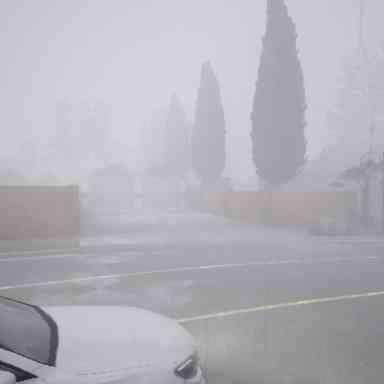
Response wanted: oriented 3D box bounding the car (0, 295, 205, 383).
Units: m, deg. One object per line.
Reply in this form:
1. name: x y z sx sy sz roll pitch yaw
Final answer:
1. car: -2.122 1.524 2.550 4.674 1.442 1.812 0 0 -29
